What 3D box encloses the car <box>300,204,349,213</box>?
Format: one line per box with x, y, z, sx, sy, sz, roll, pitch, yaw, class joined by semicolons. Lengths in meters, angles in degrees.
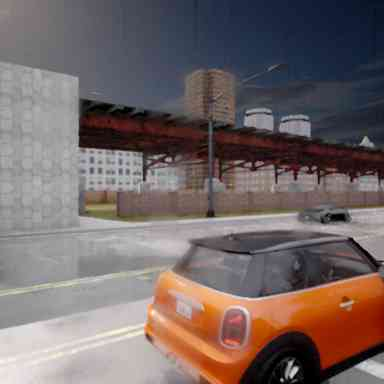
9.365;1.540;23.547;4.181;1.385;1.994;0;0;-35;car

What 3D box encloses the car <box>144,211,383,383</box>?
1.678;1.347;4.946;4.553;1.767;2.097;0;0;-34;car
